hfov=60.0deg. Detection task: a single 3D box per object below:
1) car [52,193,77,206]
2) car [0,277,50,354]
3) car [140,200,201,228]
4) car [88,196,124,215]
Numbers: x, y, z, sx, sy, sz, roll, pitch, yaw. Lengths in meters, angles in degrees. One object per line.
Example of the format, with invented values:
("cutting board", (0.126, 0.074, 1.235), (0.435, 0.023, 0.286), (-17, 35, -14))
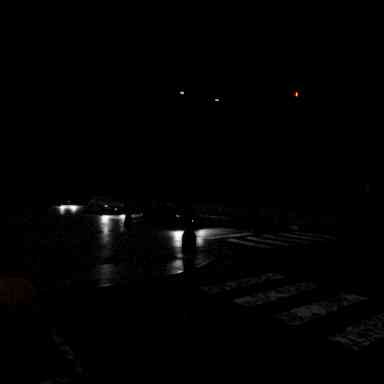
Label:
("car", (-14.851, 0.845, 38.594), (1.994, 1.385, 4.181), (0, 1, -36))
("car", (-4.222, 1.525, 3.650), (4.829, 1.417, 1.752), (0, 0, -35))
("car", (-1.406, 1.227, 19.770), (1.812, 1.442, 4.674), (0, 1, -37))
("car", (-7.341, 1.037, 28.075), (1.812, 1.442, 4.674), (0, 1, -36))
